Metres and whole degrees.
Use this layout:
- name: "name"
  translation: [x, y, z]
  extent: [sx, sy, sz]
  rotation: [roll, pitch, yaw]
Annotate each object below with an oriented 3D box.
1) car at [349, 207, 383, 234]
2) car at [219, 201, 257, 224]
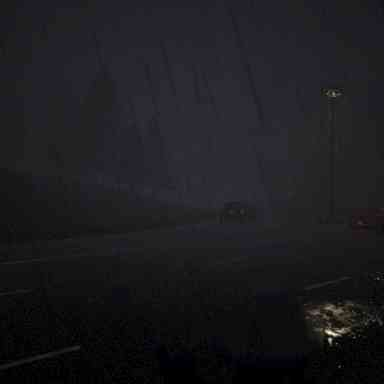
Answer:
- name: "car"
  translation: [11.787, 1.683, 20.749]
  extent: [5.008, 1.535, 1.882]
  rotation: [1, 0, -35]
- name: "car"
  translation: [3.815, 1.530, 26.804]
  extent: [2.097, 1.767, 4.553]
  rotation: [0, 0, 24]
